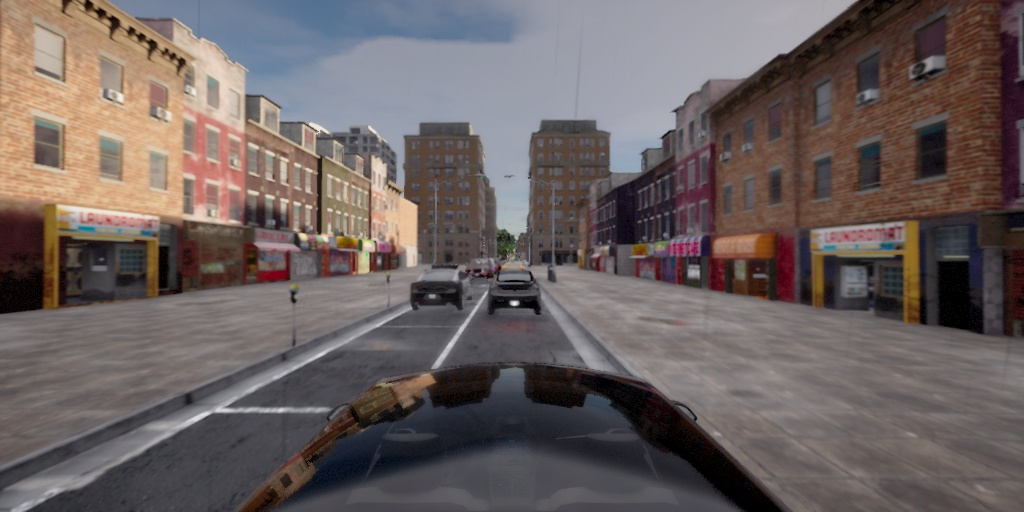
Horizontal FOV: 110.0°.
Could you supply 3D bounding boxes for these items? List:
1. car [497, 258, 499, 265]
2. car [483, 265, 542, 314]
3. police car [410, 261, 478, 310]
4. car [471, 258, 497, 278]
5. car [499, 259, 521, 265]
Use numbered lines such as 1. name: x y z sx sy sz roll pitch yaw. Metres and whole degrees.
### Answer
1. car: -2.643 1.135 40.982 2.192 1.841 5.009 0 0 0
2. car: 0.092 1.266 13.879 1.837 1.490 4.892 0 0 0
3. police car: -2.752 1.188 14.955 1.930 1.638 5.238 0 0 0
4. car: -2.641 1.104 29.755 2.192 1.841 5.009 0 0 0
5. car: 0.091 1.269 30.706 1.882 1.535 5.008 0 0 0
